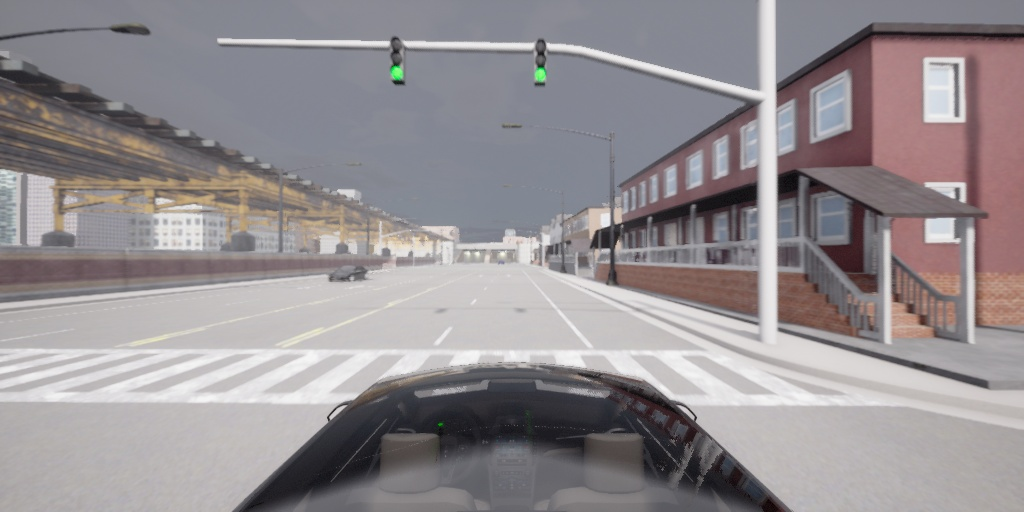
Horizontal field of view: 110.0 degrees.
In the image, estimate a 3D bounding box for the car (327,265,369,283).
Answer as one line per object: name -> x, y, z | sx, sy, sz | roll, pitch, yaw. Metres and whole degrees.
car -> -13.990, 1.531, 30.913 | 1.837, 1.490, 4.892 | 0, 1, 0
